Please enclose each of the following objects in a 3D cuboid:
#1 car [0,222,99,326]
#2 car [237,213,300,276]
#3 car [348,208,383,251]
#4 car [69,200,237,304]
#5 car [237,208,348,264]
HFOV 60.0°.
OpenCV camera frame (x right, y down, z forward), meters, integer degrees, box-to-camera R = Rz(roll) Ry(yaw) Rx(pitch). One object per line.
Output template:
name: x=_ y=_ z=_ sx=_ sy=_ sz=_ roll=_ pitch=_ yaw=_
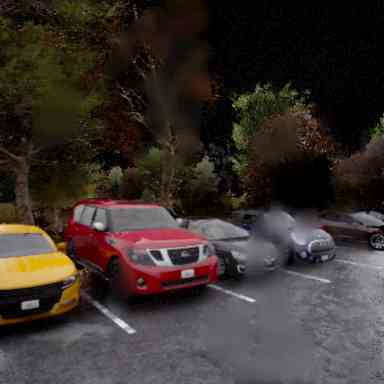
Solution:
car: x=-3.972 y=1.488 z=7.232 sx=2.097 sy=1.535 sz=5.008 roll=1 pitch=0 yaw=-35
car: x=0.562 y=1.542 z=10.468 sx=2.231 sy=1.521 sz=4.892 roll=1 pitch=0 yaw=-35
car: x=7.385 y=1.644 z=15.289 sx=2.163 sy=1.488 sz=4.792 roll=1 pitch=0 yaw=-35
car: x=-1.682 y=1.263 z=8.826 sx=2.435 sy=2.045 sz=5.566 roll=1 pitch=0 yaw=-36
car: x=2.817 y=1.440 z=12.107 sx=2.185 sy=1.767 sz=4.553 roll=1 pitch=0 yaw=-35
